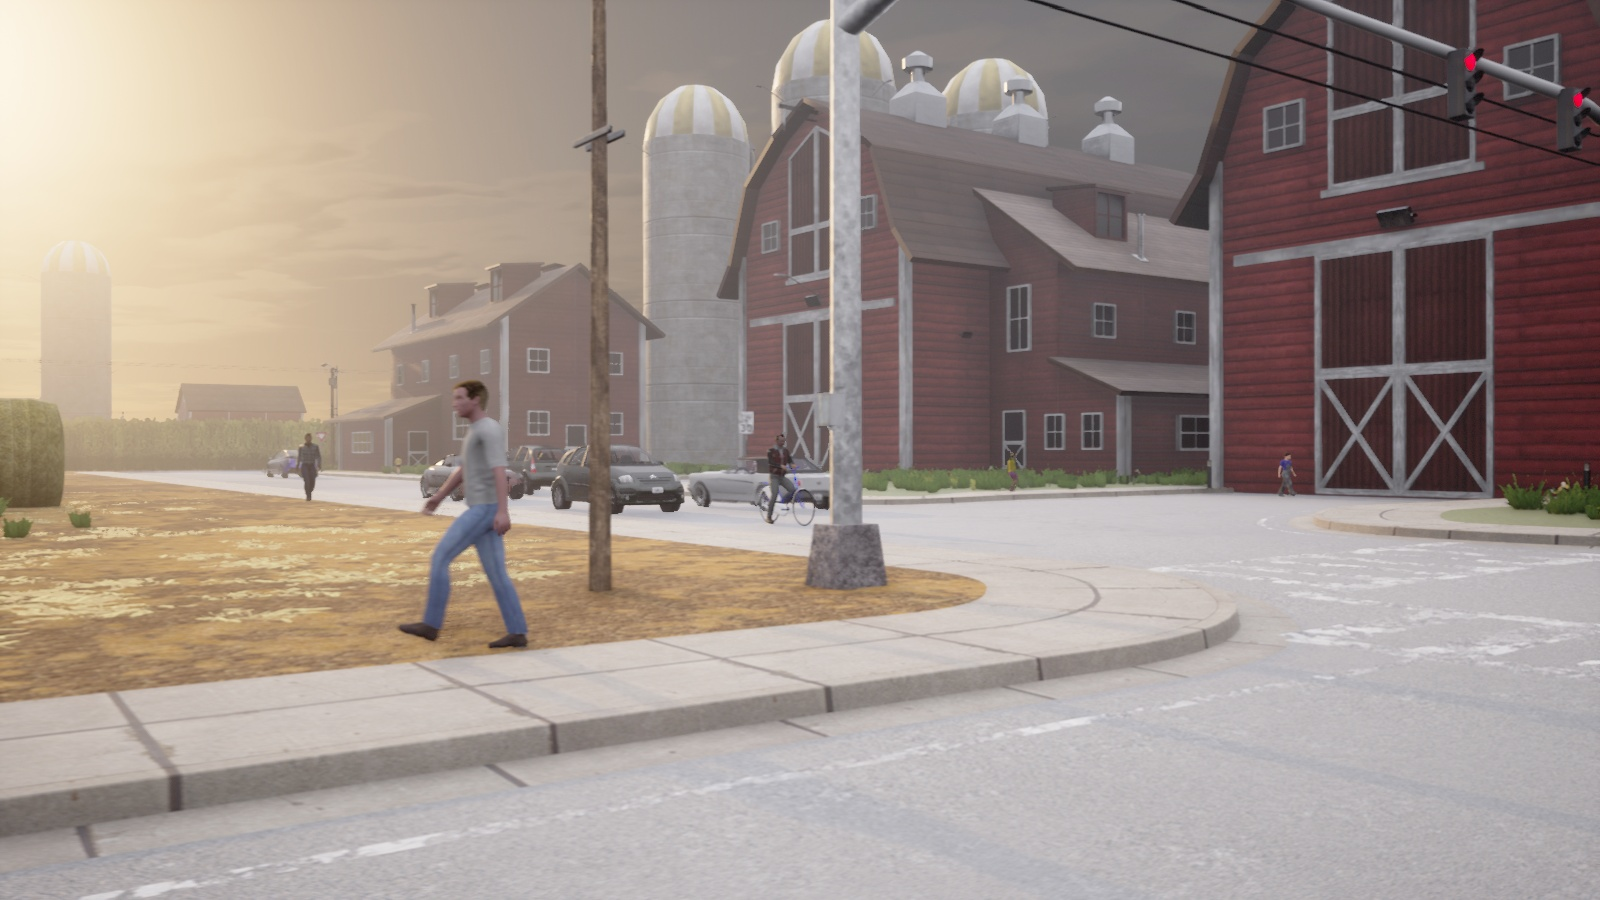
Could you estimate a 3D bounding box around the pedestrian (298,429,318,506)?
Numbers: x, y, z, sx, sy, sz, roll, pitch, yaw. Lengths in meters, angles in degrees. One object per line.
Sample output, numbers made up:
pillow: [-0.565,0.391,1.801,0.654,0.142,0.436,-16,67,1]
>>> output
pedestrian: [-12.630,0.441,32.243,0.423,1.949,0.788,0,0,-25]

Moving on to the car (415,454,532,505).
car: [-9.740,0.824,37.242,1.994,1.385,4.181,0,0,-36]

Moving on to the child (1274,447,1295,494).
child: [13.116,0.546,33.987,0.270,1.263,0.437,0,0,-32]

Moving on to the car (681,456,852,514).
car: [-0.917,0.810,31.010,1.895,1.301,4.718,0,0,-36]

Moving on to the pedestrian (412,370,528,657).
pedestrian: [-2.184,0.402,8.310,0.706,1.836,0.354,0,0,-19]

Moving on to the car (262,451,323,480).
car: [-27.285,0.804,67.462,2.007,1.525,4.514,0,0,-36]

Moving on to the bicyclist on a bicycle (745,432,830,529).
bicyclist on a bicycle: [-0.257,0.572,24.125,0.659,1.776,1.843,-1,0,-36]

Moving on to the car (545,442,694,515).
car: [-4.353,0.629,29.789,1.851,1.617,3.988,0,0,-36]

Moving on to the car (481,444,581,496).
car: [-9.111,0.624,42.330,1.851,1.617,3.988,-1,1,-36]

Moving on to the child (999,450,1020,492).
child: [5.827,0.582,34.933,0.473,1.160,0.299,0,0,-23]
